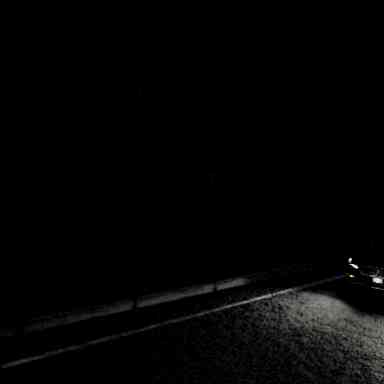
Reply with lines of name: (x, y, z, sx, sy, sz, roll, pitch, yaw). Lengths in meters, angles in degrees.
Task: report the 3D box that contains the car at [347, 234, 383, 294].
car: (5.677, 1.508, 8.042, 4.892, 1.490, 1.837, 0, 0, -35)
